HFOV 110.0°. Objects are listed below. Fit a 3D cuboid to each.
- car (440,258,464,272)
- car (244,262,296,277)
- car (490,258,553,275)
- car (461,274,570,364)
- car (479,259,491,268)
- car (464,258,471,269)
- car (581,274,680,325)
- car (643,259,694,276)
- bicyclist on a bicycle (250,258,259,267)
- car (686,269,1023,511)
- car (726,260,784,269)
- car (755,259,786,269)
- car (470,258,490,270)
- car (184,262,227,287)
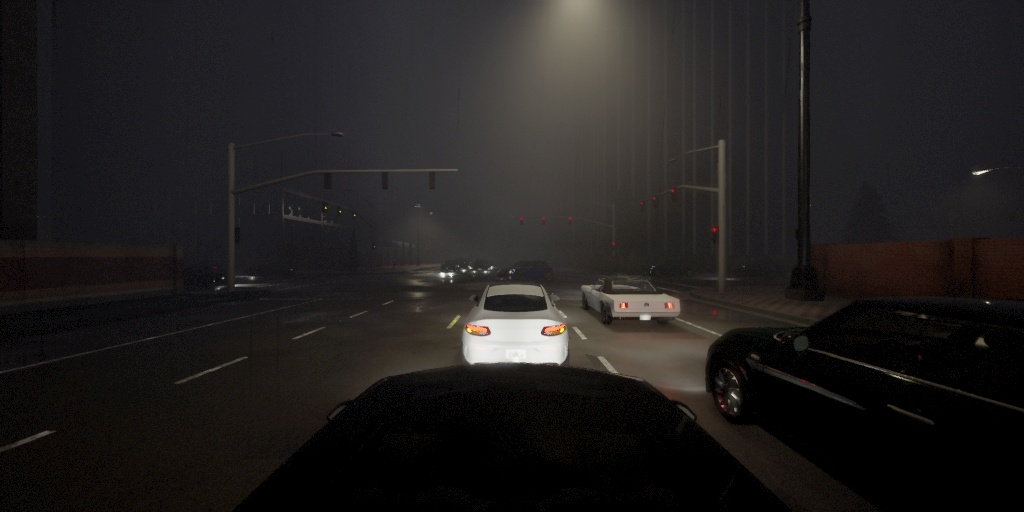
[{"bbox_3d":[-7.892,1.238,46.217,2.128,1.511,4.902,0,0,1],"label":"car"},{"bbox_3d":[-23.393,1.311,34.777,4.181,1.385,1.994,0,0,-1],"label":"car"},{"bbox_3d":[0.983,1.100,27.289,4.553,1.767,2.097,0,0,-39],"label":"car"},{"bbox_3d":[0.059,1.275,7.577,1.812,1.442,4.674,0,0,0],"label":"car"},{"bbox_3d":[-4.556,1.271,60.554,1.812,1.442,4.674,0,0,-1],"label":"car"},{"bbox_3d":[-7.988,1.098,55.363,2.097,1.767,4.553,0,0,-1],"label":"car"},{"bbox_3d":[3.563,1.350,11.795,1.895,1.301,4.718,0,0,0],"label":"car"},{"bbox_3d":[15.338,1.100,35.147,4.553,1.767,2.097,0,0,0],"label":"car"},{"bbox_3d":[-28.409,1.048,39.513,0.582,1.620,1.656,0,0,-1],"label":"bicyclist on a bicycle"},{"bbox_3d":[3.599,1.102,2.893,2.097,1.767,4.553,0,0,0],"label":"car"},{"bbox_3d":[20.955,1.311,31.700,4.181,1.385,1.994,0,0,-1],"label":"car"},{"bbox_3d":[24.235,1.100,35.229,4.553,1.767,2.097,0,0,0],"label":"car"},{"bbox_3d":[-4.416,1.224,51.242,1.882,1.535,5.008,0,0,-1],"label":"car"},{"bbox_3d":[-21.419,1.312,24.092,4.181,1.385,1.994,0,0,0],"label":"car"}]
